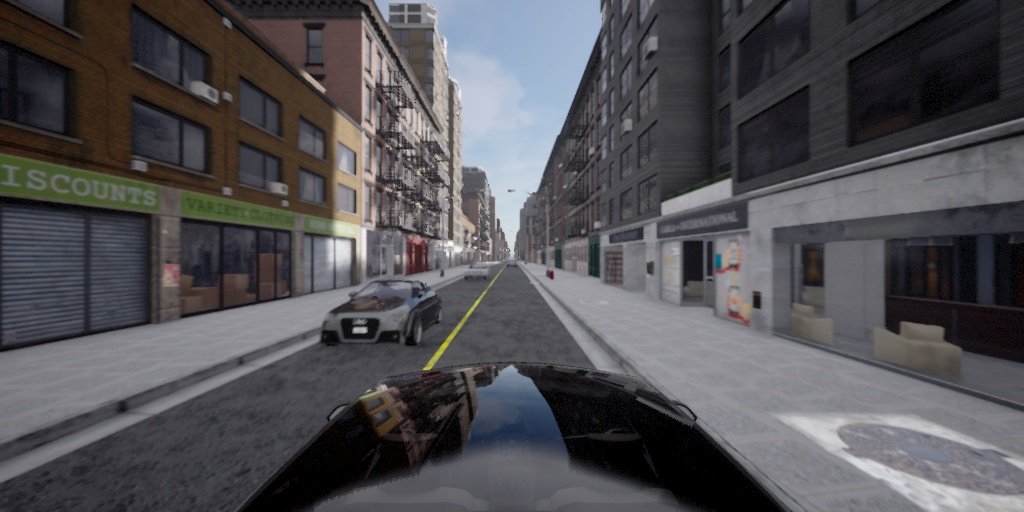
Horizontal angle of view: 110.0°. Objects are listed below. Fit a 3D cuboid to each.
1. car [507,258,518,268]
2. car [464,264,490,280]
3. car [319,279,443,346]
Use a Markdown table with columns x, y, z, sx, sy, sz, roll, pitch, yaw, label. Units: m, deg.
| x | y | z | sx | sy | sz | roll | pitch | yaw | label |
| --- | --- | --- | --- | --- | --- | --- | --- | --- | --- |
| 0.029 | 1.382 | 64.419 | 1.994 | 1.385 | 4.181 | 0 | 0 | 0 | car |
| -2.994 | 1.358 | 31.082 | 1.895 | 1.301 | 4.718 | 0 | 0 | 0 | car |
| -3.074 | 1.315 | 9.261 | 1.994 | 1.385 | 4.181 | 0 | 0 | 0 | car |
